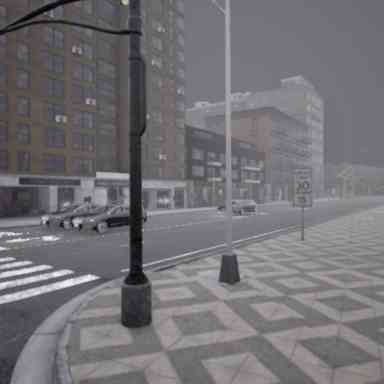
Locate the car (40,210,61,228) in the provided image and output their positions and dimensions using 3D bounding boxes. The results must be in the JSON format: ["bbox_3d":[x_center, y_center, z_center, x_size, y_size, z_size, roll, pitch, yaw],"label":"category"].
[{"bbox_3d":[-7.202,1.489,21.416,2.128,1.511,4.902,-1,0,36],"label":"car"}]

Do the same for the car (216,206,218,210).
[{"bbox_3d":[4.910,1.507,38.213,2.033,1.411,5.357,-1,0,36],"label":"car"}]

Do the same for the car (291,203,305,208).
[{"bbox_3d":[15.701,1.483,47.472,1.812,1.442,4.674,-1,0,36],"label":"car"}]

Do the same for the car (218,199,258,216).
[{"bbox_3d":[4.828,1.447,32.547,1.837,1.490,4.892,-1,0,36],"label":"car"}]

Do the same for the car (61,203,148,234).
[{"bbox_3d":[-4.667,1.464,19.395,2.128,1.511,4.902,-1,0,34],"label":"car"}]
